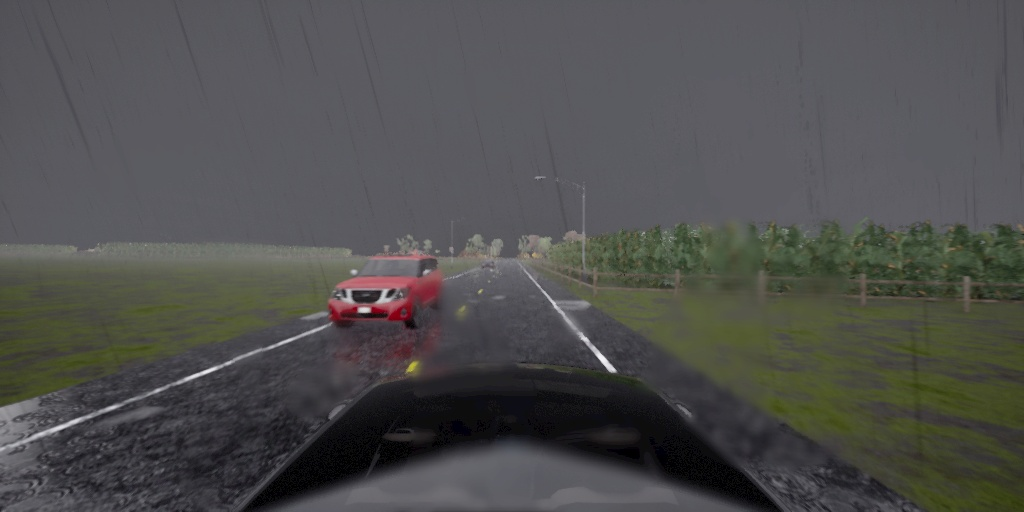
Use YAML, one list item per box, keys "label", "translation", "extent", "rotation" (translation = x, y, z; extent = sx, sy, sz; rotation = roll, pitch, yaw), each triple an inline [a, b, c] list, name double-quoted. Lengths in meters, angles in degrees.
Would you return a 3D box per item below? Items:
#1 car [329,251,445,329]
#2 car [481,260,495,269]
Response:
- label: "car"
  translation: [-3.604, 0.959, 11.504]
  extent: [2.150, 2.045, 5.566]
  rotation: [0, 0, 0]
- label: "car"
  translation: [-3.572, 1.234, 54.064]
  extent: [1.994, 1.385, 4.181]
  rotation: [0, 0, 0]
